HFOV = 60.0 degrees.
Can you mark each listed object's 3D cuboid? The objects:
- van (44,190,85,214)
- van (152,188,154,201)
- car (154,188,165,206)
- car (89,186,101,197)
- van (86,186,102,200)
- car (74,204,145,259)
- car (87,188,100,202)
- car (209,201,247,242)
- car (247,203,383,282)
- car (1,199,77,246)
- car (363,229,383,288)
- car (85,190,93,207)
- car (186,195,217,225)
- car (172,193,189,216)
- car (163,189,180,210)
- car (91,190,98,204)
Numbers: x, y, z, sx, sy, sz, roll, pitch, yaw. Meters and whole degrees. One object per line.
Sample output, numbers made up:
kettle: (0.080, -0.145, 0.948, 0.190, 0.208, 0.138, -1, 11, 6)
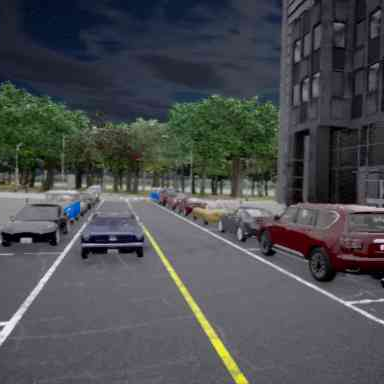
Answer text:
van: (-7.069, 0.793, 18.222, 1.690, 1.788, 3.998, 1, 1, -13)
van: (-3.601, 0.434, 41.322, 1.690, 1.788, 3.998, 1, 1, -13)
car: (-2.391, 0.542, 36.022, 2.192, 1.841, 5.009, 1, 1, -13)
car: (-11.912, 0.353, 39.422, 1.967, 1.590, 4.097, 1, 1, -13)
van: (-13.120, 0.120, 44.720, 1.690, 1.788, 3.998, 1, 1, -13)
car: (-2.687, 1.301, 11.424, 1.895, 1.301, 4.718, 1, 1, -13)
car: (-10.666, 0.577, 33.959, 1.752, 1.417, 4.829, 1, 1, -13)
car: (2.445, 1.319, 14.828, 2.008, 1.369, 4.403, 1, 1, -13)
car: (3.661, 1.219, 9.524, 2.192, 1.841, 5.009, 1, 1, -13)
car: (-5.864, 1.154, 12.927, 1.947, 1.339, 4.313, 1, 1, -13)
car: (4.828, 1.562, 4.395, 1.752, 1.417, 4.829, 1, 1, -13)
car: (-8.246, 0.846, 23.360, 1.752, 1.417, 4.829, 1, 1, -13)
car: (1.197, 1.153, 20.293, 1.752, 1.417, 4.829, 1, 1, -13)
car: (0.024, 1.042, 25.428, 1.887, 1.381, 4.507, 1, 1, -13)
car: (-1.183, 0.802, 30.725, 1.967, 1.590, 4.097, 1, 1, -13)
car: (-9.495, 0.747, 28.825, 1.947, 1.339, 4.313, 1, 1, -13)
